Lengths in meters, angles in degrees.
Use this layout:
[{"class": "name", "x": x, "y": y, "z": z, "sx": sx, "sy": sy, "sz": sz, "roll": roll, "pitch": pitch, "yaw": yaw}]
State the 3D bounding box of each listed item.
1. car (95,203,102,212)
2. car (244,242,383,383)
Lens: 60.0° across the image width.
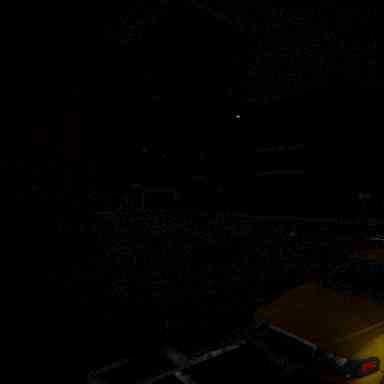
[{"class": "car", "x": -14.781, "y": 2.178, "z": 48.186, "sx": 2.033, "sy": 1.411, "sz": 5.357, "roll": 1, "pitch": -2, "yaw": -36}, {"class": "car", "x": 2.876, "y": 1.466, "z": 4.848, "sx": 4.829, "sy": 1.417, "sz": 1.752, "roll": -1, "pitch": 2, "yaw": -36}]
